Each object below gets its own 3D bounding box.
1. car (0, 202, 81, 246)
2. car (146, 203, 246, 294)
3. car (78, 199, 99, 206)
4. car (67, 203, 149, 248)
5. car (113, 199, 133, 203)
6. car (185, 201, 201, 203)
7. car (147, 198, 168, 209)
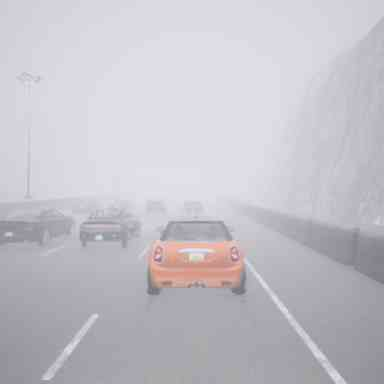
[{"bbox_3d":[-6.915,1.436,15.060,1.882,1.535,5.008,0,0,0],"label":"car"},{"bbox_3d":[0.092,1.335,8.903,2.097,1.767,4.553,0,0,0],"label":"car"},{"bbox_3d":[-10.436,1.358,33.352,1.994,1.385,4.181,0,1,0],"label":"car"},{"bbox_3d":[-3.414,1.451,14.597,2.128,1.511,4.902,0,0,0],"label":"car"},{"bbox_3d":[-6.936,1.357,33.257,1.994,1.385,4.181,0,1,0],"label":"car"},{"bbox_3d":[0.071,1.406,27.242,2.033,1.411,5.357,0,1,0],"label":"car"},{"bbox_3d":[-3.435,1.290,32.682,2.128,1.511,4.902,0,1,0],"label":"car"}]
